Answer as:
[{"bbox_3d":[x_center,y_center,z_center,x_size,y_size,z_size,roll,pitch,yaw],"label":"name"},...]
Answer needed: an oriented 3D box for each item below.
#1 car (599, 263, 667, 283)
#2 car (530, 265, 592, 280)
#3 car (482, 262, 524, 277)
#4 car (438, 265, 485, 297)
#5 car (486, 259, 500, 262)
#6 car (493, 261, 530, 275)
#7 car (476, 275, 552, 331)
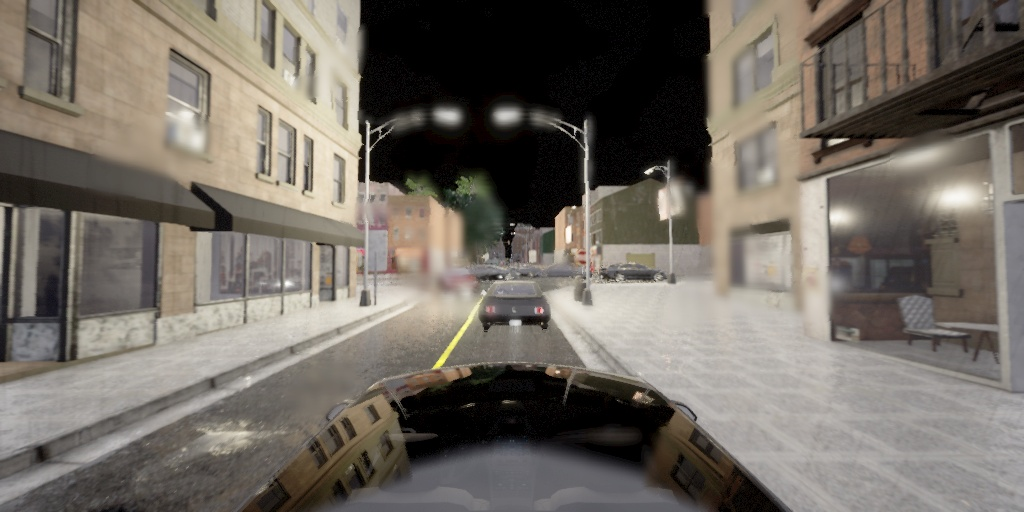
[{"bbox_3d":[8.906,1.241,26.390,4.892,1.490,1.837,0,-3,-7],"label":"car"},{"bbox_3d":[4.622,1.557,33.336,5.357,1.411,2.033,-1,-2,-1],"label":"car"},{"bbox_3d":[-1.727,1.462,29.828,4.902,1.511,2.128,-1,-2,-1],"label":"car"},{"bbox_3d":[-3.175,1.376,20.893,1.812,1.442,4.674,-1,2,-19],"label":"car"},{"bbox_3d":[-2.611,1.393,48.762,2.150,2.045,5.566,0,0,2],"label":"car"},{"bbox_3d":[0.516,1.576,36.528,4.902,1.511,2.128,0,0,-1],"label":"car"},{"bbox_3d":[0.094,1.446,11.403,1.895,1.301,4.718,0,-1,0],"label":"car"}]
